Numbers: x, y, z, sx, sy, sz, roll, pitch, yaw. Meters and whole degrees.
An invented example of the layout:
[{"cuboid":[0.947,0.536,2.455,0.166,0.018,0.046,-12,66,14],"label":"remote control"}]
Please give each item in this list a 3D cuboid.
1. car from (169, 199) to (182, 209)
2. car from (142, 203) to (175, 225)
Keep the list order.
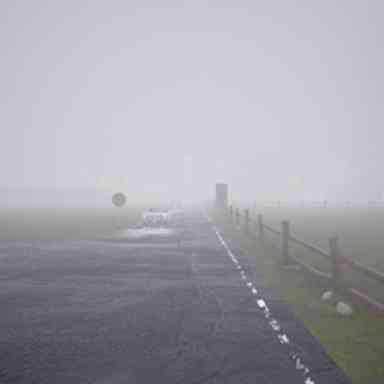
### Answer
[{"cuboid":[-2.516,1.842,51.334,2.128,1.511,4.902,0,0,0],"label":"car"},{"cuboid":[-2.621,1.786,25.589,1.895,1.301,4.718,0,0,0],"label":"car"}]
